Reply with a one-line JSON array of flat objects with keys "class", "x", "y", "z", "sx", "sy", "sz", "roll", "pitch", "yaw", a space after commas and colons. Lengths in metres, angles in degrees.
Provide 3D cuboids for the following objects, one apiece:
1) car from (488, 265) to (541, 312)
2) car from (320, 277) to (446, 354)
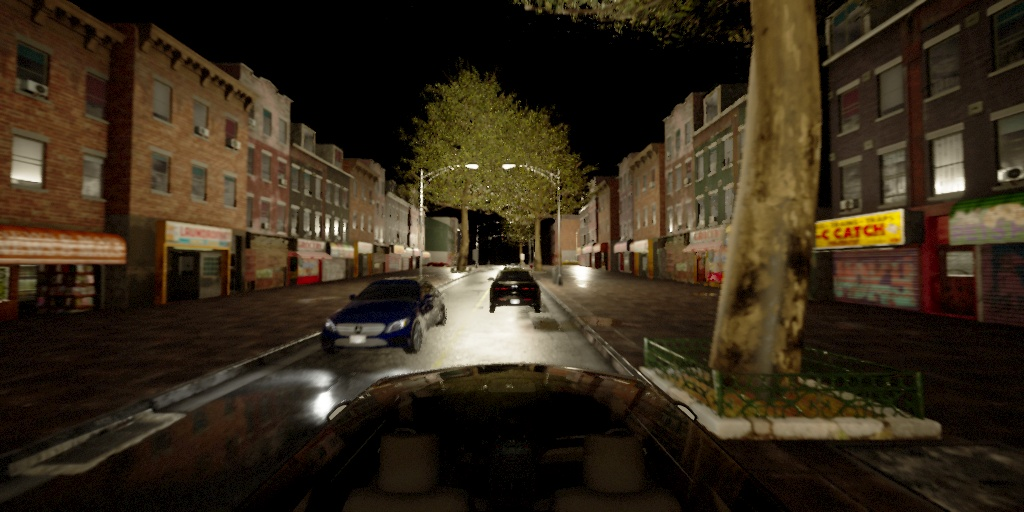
[{"class": "car", "x": 0.103, "y": 1.265, "z": 14.297, "sx": 1.837, "sy": 1.490, "sz": 4.892, "roll": 0, "pitch": 0, "yaw": 0}, {"class": "car", "x": -2.840, "y": 1.281, "z": 8.944, "sx": 1.812, "sy": 1.442, "sz": 4.674, "roll": 0, "pitch": 0, "yaw": 0}]
